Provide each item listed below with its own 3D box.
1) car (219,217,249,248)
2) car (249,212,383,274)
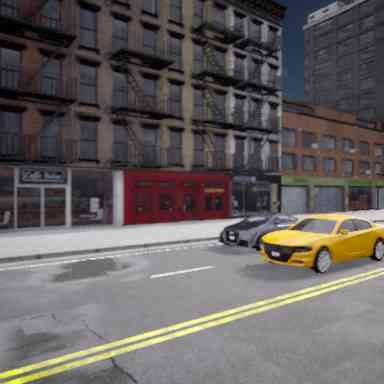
[{"bbox_3d":[3.163,1.561,13.850,4.181,1.385,1.994,0,0,-35],"label":"car"},{"bbox_3d":[4.392,1.475,10.743,5.008,1.535,1.882,0,0,-35],"label":"car"}]
